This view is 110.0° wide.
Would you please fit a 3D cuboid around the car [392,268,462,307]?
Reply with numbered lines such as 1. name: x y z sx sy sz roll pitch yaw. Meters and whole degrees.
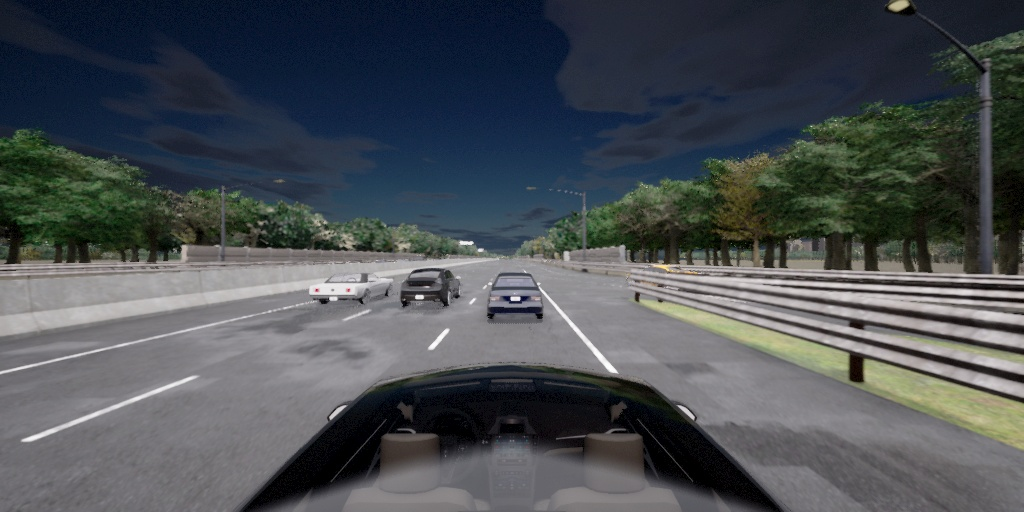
1. car: -3.400 1.269 15.629 1.837 1.490 4.892 0 0 0

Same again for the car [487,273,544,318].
1. car: 0.100 1.308 13.068 2.033 1.411 5.357 0 0 0

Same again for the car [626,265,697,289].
1. car: 9.691 1.337 23.669 1.882 1.535 5.008 0 0 -24

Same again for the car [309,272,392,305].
1. car: -6.900 1.366 16.102 1.895 1.301 4.718 0 0 0
